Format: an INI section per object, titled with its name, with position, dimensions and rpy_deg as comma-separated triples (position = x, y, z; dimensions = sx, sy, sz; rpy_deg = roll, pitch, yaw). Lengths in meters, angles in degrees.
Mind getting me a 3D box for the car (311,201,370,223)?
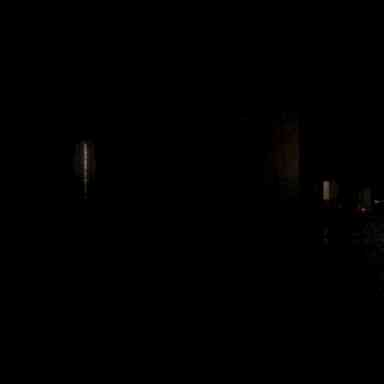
[car]
position = 11.280, 1.406, 25.641
dimensions = 1.967, 1.590, 4.097
rpy_deg = 0, 0, -35
